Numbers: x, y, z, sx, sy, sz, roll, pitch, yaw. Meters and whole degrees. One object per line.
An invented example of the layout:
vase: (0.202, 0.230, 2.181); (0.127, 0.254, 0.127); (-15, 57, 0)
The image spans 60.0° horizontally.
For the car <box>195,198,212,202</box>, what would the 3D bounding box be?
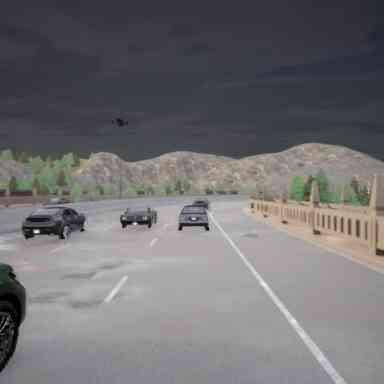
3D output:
car: (1.347, 1.506, 42.566); (1.837, 1.490, 4.892); (0, 0, 9)

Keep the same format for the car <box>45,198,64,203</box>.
car: (-19.267, 1.527, 47.662); (1.812, 1.442, 4.674); (0, 0, 10)

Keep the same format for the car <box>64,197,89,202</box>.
car: (-15.731, 1.509, 47.613); (1.837, 1.490, 4.892); (0, -1, 10)

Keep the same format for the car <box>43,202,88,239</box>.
car: (-6.901, 1.506, 17.190); (1.837, 1.490, 4.892); (0, 0, 0)

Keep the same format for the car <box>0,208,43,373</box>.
car: (-3.400, 1.222, 2.312); (2.150, 2.045, 5.566); (0, 0, 0)

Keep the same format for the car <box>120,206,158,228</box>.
car: (-3.401, 1.602, 22.134); (1.895, 1.301, 4.718); (0, 0, 0)

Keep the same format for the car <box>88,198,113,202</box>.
car: (-12.295, 1.603, 46.975); (1.895, 1.301, 4.718); (0, 0, 10)

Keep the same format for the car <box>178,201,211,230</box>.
car: (0.099, 1.548, 21.144); (2.033, 1.411, 5.357); (0, 0, 0)
